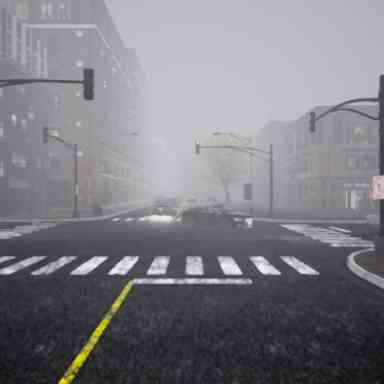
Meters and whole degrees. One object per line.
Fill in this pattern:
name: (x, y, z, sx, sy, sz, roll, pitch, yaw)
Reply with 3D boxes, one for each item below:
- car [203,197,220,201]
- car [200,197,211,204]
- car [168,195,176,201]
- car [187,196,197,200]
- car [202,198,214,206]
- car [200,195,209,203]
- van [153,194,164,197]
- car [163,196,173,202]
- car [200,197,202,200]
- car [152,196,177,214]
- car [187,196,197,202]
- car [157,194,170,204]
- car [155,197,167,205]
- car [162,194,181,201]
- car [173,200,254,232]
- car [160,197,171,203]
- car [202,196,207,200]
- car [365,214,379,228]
car: (2.685, 1.594, 38.431, 2.008, 1.369, 4.403, 0, 0, 0)
car: (2.682, 1.656, 66.915, 2.008, 1.369, 4.403, 0, 0, 0)
car: (-5.703, 1.720, 95.230, 1.752, 1.417, 4.829, 0, 0, 0)
car: (-0.006, 1.666, 65.613, 1.994, 1.385, 4.181, 0, 0, 0)
car: (2.683, 1.659, 55.522, 1.802, 1.307, 4.206, 0, 0, 0)
car: (2.681, 1.562, 72.612, 1.967, 1.590, 4.097, 0, 0, 0)
van: (-5.698, 1.418, 55.522, 1.690, 1.788, 3.998, 0, 0, 0)
car: (-5.700, 1.690, 78.309, 2.008, 1.369, 4.403, 0, 0, 0)
car: (2.684, 1.505, 49.824, 1.967, 1.590, 4.097, 0, 0, 0)
car: (-3.105, 1.526, 35.639, 2.128, 1.511, 4.902, 0, 0, 0)
car: (-0.008, 1.583, 75.620, 2.033, 1.411, 5.357, 0, 0, 0)
car: (-5.699, 1.421, 66.916, 2.192, 1.841, 5.009, 0, 0, 0)
car: (-5.698, 1.673, 61.219, 1.802, 1.307, 4.206, 0, 0, 0)
car: (-3.093, 1.545, 50.793, 1.882, 1.535, 5.008, 0, 0, 0)
car: (1.449, 1.504, 20.345, 4.902, 1.511, 2.128, 0, 0, 44)
car: (-5.699, 1.688, 72.613, 1.947, 1.339, 4.313, 0, 0, 0)
car: (2.685, 1.494, 44.128, 1.967, 1.590, 4.097, 0, 0, 0)
car: (13.470, 1.676, 20.720, 4.718, 1.301, 1.895, 0, 0, 0)
